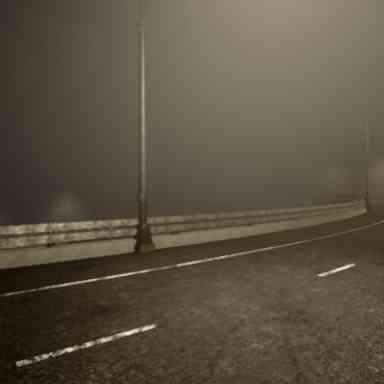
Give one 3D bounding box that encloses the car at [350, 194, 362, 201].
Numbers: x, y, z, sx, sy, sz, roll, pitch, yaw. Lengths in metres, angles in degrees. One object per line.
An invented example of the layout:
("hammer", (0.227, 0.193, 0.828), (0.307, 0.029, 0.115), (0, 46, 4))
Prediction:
("car", (39.530, 1.358, 80.447), (1.837, 1.490, 4.892), (0, 0, 6))
